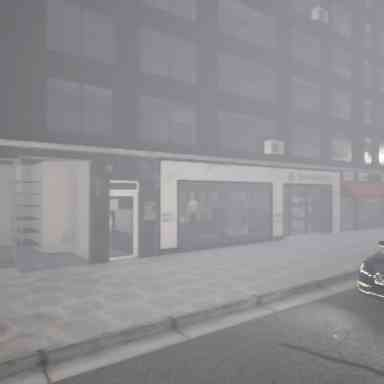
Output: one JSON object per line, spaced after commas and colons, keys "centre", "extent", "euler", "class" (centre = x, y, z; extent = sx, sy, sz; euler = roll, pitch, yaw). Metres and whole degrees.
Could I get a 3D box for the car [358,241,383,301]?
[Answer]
{"centre": [5.590, 1.505, 7.346], "extent": [4.892, 1.490, 1.837], "euler": [0, 0, -35], "class": "car"}
